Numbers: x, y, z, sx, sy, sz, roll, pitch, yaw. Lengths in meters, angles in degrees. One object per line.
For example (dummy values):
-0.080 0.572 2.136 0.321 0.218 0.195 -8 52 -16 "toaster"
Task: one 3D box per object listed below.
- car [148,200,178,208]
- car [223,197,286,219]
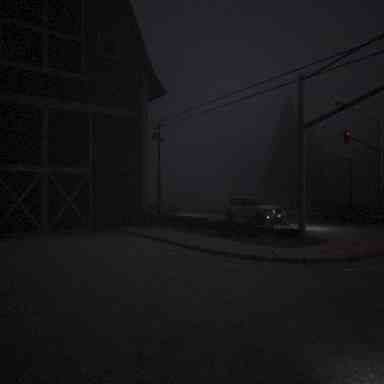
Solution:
-3.497 1.737 38.673 1.882 1.535 5.008 0 0 -34 "car"
4.809 1.403 26.558 2.150 2.045 5.566 0 0 -34 "car"
